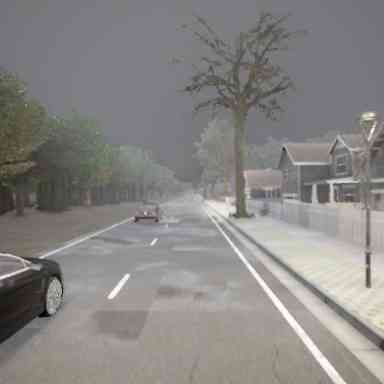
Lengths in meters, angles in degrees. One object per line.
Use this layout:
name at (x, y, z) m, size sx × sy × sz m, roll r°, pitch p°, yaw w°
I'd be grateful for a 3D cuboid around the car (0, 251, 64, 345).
car at (-3.401, 1.506, 4.564) m, size 2.128 × 1.511 × 4.902 m, roll 0°, pitch 0°, yaw 0°

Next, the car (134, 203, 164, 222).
car at (-3.398, 1.608, 26.744) m, size 2.033 × 1.411 × 5.357 m, roll 0°, pitch 0°, yaw 0°
